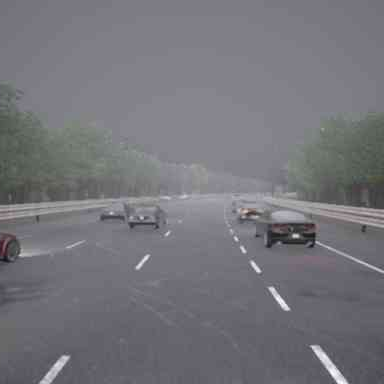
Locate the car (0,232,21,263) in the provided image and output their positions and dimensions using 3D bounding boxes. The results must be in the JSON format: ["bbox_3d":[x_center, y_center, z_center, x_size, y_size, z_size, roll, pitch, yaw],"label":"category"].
[{"bbox_3d":[-6.729,1.555,9.391,1.994,1.385,4.181,0,0,1],"label":"car"}]

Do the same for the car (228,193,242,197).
[{"bbox_3d":[7.707,1.224,56.832,2.150,2.045,5.566,0,0,8],"label":"car"}]

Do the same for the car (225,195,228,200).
[{"bbox_3d":[9.879,1.459,88.208,2.128,1.511,4.902,0,0,13],"label":"car"}]

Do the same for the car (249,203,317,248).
[{"bbox_3d":[3.954,1.477,14.825,1.882,1.535,5.008,0,0,2],"label":"car"}]

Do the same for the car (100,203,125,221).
[{"bbox_3d":[-5.900,1.553,26.942,1.994,1.385,4.181,0,0,4],"label":"car"}]

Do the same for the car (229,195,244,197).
[{"bbox_3d":[6.302,1.523,46.219,1.812,1.442,4.674,0,0,7],"label":"car"}]

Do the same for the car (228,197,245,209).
[{"bbox_3d":[5.183,1.542,35.603,2.033,1.411,5.357,0,0,5],"label":"car"}]

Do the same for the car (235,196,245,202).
[{"bbox_3d":[11.342,1.567,77.837,2.033,1.411,5.357,0,0,11],"label":"car"}]

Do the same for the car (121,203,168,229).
[{"bbox_3d":[-2.748,1.539,21.589,2.033,1.411,5.357,0,0,3],"label":"car"}]

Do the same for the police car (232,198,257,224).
[{"bbox_3d":[4.346,1.502,24.961,2.038,1.542,4.974,0,0,4],"label":"police car"}]
